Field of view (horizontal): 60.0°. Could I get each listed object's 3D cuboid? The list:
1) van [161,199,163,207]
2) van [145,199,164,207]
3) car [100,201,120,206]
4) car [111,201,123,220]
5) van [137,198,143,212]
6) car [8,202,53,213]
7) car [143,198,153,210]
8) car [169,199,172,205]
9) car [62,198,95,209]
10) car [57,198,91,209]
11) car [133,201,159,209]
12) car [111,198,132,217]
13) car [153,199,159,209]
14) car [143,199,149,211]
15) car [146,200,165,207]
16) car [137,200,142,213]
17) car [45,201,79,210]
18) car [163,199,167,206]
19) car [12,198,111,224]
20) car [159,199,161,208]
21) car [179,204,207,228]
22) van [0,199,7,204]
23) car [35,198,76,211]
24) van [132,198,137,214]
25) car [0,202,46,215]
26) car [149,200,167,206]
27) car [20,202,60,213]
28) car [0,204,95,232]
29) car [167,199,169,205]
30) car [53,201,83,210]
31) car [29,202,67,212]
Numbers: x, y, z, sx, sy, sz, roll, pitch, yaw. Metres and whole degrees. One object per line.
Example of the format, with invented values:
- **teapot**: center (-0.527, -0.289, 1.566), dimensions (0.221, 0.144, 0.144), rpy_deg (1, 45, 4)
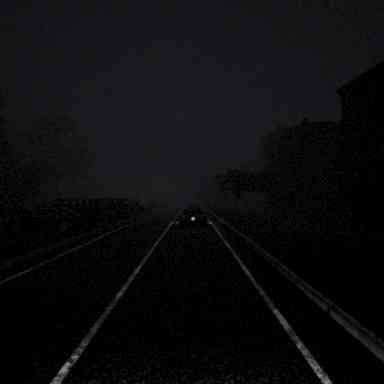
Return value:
- **van**: center (-8.847, 2.354, 67.986), dimensions (4.442, 1.987, 1.878), rpy_deg (0, -1, 0)
- **van**: center (-8.875, 2.606, 79.196), dimensions (4.442, 1.987, 1.878), rpy_deg (0, -1, 0)
- **car**: center (-22.104, 3.076, 89.996), dimensions (4.892, 1.521, 2.231), rpy_deg (0, -1, 0)
- **car**: center (-8.883, 1.796, 28.745), dimensions (4.892, 1.521, 2.231), rpy_deg (0, -1, 0)
- **van**: center (-9.017, 1.831, 42.763), dimensions (4.442, 1.987, 1.878), rpy_deg (0, -1, 0)
- **car**: center (-21.981, 2.108, 45.414), dimensions (5.008, 1.535, 2.097), rpy_deg (0, -1, 0)
- **car**: center (-8.943, 1.914, 48.370), dimensions (5.566, 2.045, 2.435), rpy_deg (0, -1, 0)
- **car**: center (-8.992, 2.833, 90.406), dimensions (5.566, 2.045, 2.435), rpy_deg (0, -1, 0)
- **car**: center (-22.007, 2.257, 64.785), dimensions (5.566, 2.045, 2.435), rpy_deg (0, -1, 0)
- **car**: center (-22.000, 2.197, 62.124), dimensions (5.566, 2.045, 2.435), rpy_deg (0, -1, 0)
- **car**: center (-8.986, 2.546, 65.177), dimensions (4.792, 1.488, 2.163), rpy_deg (0, -1, 0)
- **car**: center (-8.909, 1.594, 31.554), dimensions (5.566, 2.045, 2.435), rpy_deg (0, -1, 0)
- **car**: center (-8.938, 2.392, 59.576), dimensions (5.008, 1.535, 2.097), rpy_deg (0, -1, 0)
- **car**: center (-8.902, 2.111, 45.562), dimensions (5.008, 1.535, 2.097), rpy_deg (0, -1, 0)
- **car**: center (-9.030, 2.769, 81.996), dimensions (4.553, 1.767, 2.185), rpy_deg (0, -1, 0)
- **car**: center (-8.889, 2.004, 39.957), dimensions (4.892, 1.521, 2.231), rpy_deg (0, -1, 0)
- **car**: center (-22.010, 2.329, 56.551), dimensions (5.008, 1.535, 2.097), rpy_deg (0, -1, 0)
- **car**: center (-8.980, 2.769, 76.388), dimensions (5.008, 1.535, 2.097), rpy_deg (0, -1, 0)
- **car**: center (-8.901, 1.456, 23.145), dimensions (5.566, 2.045, 2.435), rpy_deg (0, -1, 0)
- **car**: center (-9.135, 2.451, 62.375), dimensions (5.366, 1.575, 1.946), rpy_deg (0, -1, 0)
- **car**: center (0.071, 1.815, 24.511), dimensions (1.994, 1.385, 4.181), rpy_deg (0, -1, 0)
- **van**: center (-22.080, 1.668, 34.276), dimensions (4.442, 1.987, 1.878), rpy_deg (0, -1, 0)
- **car**: center (-21.980, 2.020, 53.771), dimensions (5.566, 2.045, 2.435), rpy_deg (0, -1, 0)
- **van**: center (-8.773, 1.724, 37.158), dimensions (4.442, 1.987, 1.878), rpy_deg (0, -1, 0)
- **car**: center (-21.795, 2.052, 42.629), dimensions (5.366, 1.575, 1.946), rpy_deg (0, -1, 0)
- **car**: center (-8.982, 2.895, 87.601), dimensions (4.553, 1.767, 2.185), rpy_deg (0, -1, 0)
- **car**: center (-21.965, 2.192, 48.198), dimensions (4.792, 1.488, 2.163), rpy_deg (0, -1, 0)
- **car**: center (-8.865, 1.670, 20.340), dimensions (4.892, 1.521, 2.231), rpy_deg (0, -1, 0)
- **car**: center (-8.975, 2.832, 84.798), dimensions (4.553, 1.767, 2.185), rpy_deg (0, -1, 0)
- **car**: center (-22.019, 2.425, 59.211), dimensions (4.674, 1.452, 2.002), rpy_deg (0, -1, 0)
- **car**: center (-22.030, 2.245, 50.982), dimensions (4.792, 1.488, 2.163), rpy_deg (0, -1, 0)
